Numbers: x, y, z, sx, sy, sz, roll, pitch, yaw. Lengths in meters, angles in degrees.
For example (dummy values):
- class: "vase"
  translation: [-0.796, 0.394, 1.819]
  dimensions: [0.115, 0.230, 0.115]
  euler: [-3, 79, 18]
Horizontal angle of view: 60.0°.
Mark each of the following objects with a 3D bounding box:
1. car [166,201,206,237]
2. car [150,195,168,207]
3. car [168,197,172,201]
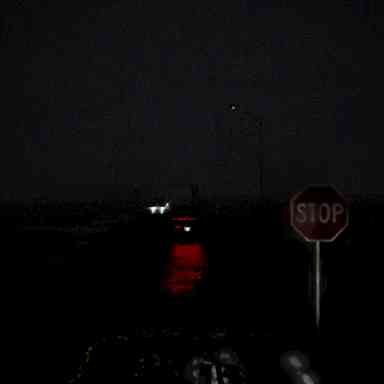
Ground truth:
- class: "car"
  translation: [-0.297, 1.389, 17.494]
  dimensions: [1.837, 1.490, 4.892]
  euler: [-1, 0, -2]
- class: "car"
  translation: [-4.707, 1.392, 46.174]
  dimensions: [1.994, 1.385, 4.181]
  euler: [0, 0, -3]
- class: "car"
  translation: [-5.182, 1.295, 60.610]
  dimensions: [1.837, 1.490, 4.892]
  euler: [0, 0, -1]
